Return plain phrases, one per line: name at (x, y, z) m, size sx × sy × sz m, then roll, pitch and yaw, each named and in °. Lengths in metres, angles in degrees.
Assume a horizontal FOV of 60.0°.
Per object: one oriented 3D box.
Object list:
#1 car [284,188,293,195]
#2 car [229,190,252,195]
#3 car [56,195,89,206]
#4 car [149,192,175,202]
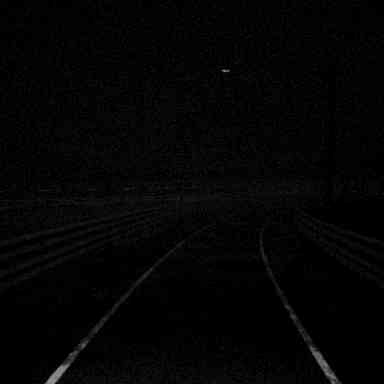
car at (22.239, -0.135, 76.116) m, size 4.181 × 1.385 × 1.994 m, roll -2°, pitch 3°, yaw -33°
car at (9.874, 0.299, 67.987) m, size 5.357 × 1.411 × 2.033 m, roll -2°, pitch 3°, yaw -33°
car at (-17.873, 1.215, 49.744) m, size 4.674 × 1.442 × 1.812 m, roll -1°, pitch 3°, yaw -33°
car at (-5.203, 0.814, 58.075) m, size 4.902 × 1.511 × 2.128 m, roll -2°, pitch 3°, yaw -33°
